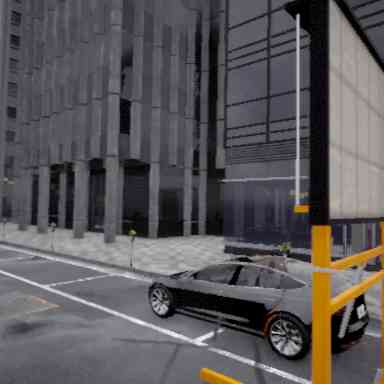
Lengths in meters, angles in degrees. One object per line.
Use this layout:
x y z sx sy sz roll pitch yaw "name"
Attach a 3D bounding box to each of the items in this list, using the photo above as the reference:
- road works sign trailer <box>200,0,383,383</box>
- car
1.220 0.626 2.712 2.880 3.560 2.380 -1 -4 41 "road works sign trailer"
1.018 1.900 6.455 4.313 1.339 1.947 -1 -3 41 "car"
